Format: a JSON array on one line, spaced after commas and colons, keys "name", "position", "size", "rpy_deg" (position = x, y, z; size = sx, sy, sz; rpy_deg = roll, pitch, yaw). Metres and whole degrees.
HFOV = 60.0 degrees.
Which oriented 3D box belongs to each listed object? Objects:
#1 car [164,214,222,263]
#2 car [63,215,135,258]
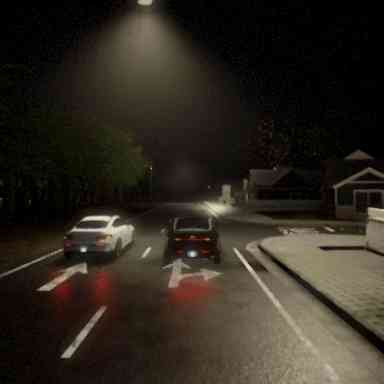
[{"name": "car", "position": [0.037, 1.586, 12.300], "size": [1.837, 1.490, 4.892], "rpy_deg": [0, 0, 1]}, {"name": "car", "position": [-3.457, 1.607, 12.977], "size": [1.812, 1.442, 4.674], "rpy_deg": [0, 0, 1]}]
